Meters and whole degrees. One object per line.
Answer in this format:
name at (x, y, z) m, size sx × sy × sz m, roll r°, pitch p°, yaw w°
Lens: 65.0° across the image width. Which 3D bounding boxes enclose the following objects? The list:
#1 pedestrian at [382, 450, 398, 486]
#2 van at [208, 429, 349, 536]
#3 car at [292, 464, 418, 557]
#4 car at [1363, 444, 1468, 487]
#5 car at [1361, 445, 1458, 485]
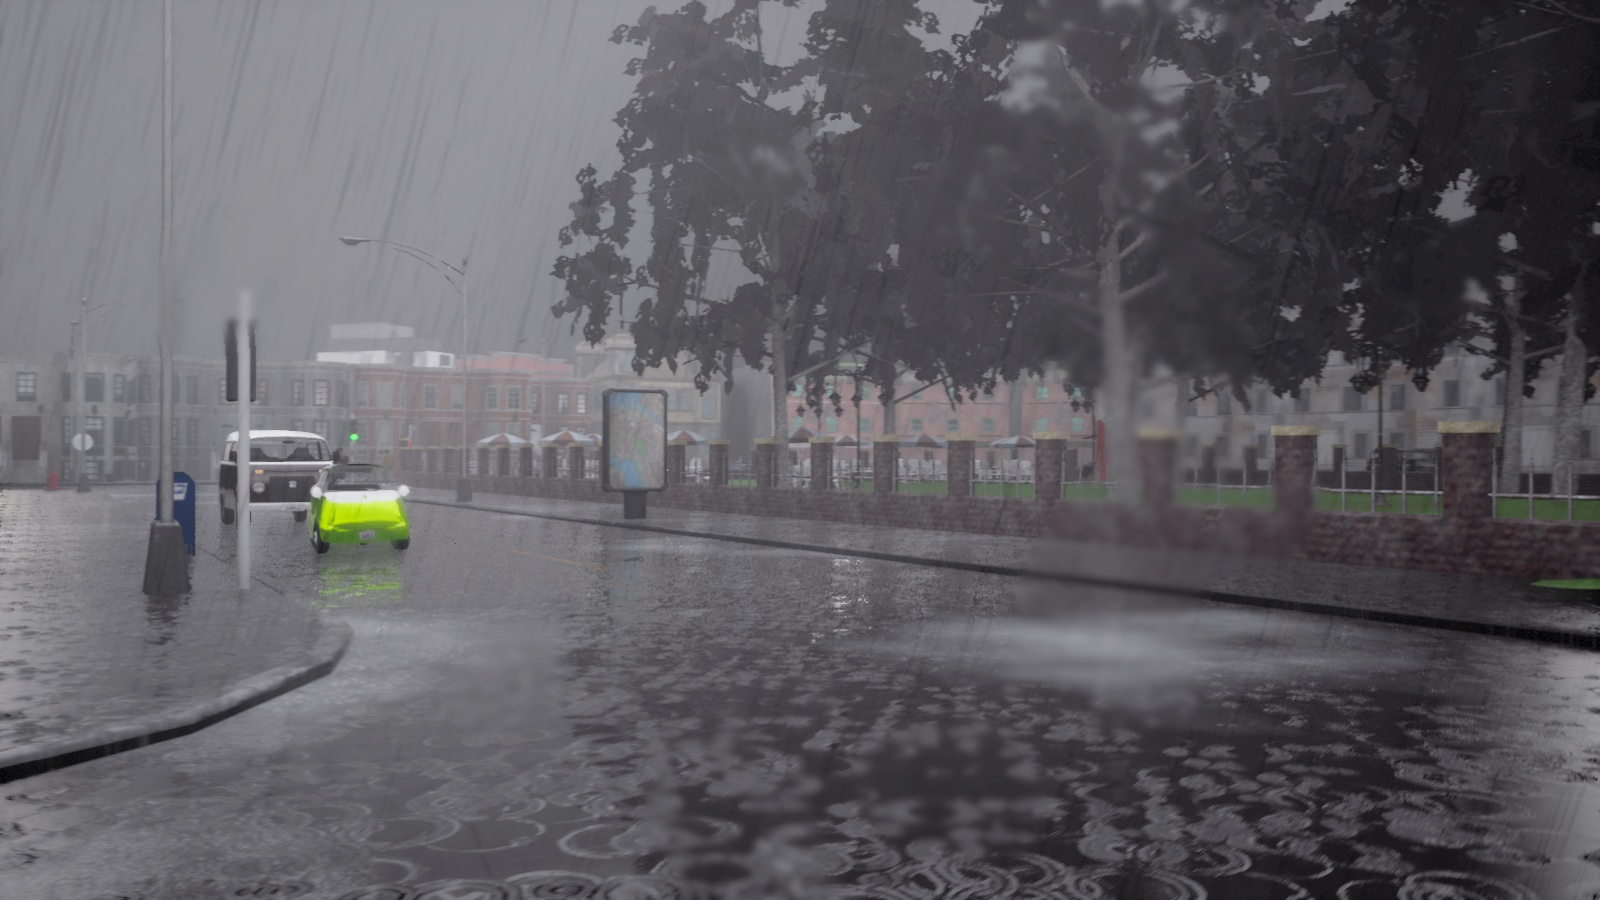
pedestrian at (-21.145, 0.921, 64.717) m, size 0.709 × 1.840 × 0.431 m, roll 0°, pitch 0°, yaw 34°
van at (-11.101, 0.634, 26.549) m, size 2.069 × 2.038 × 4.480 m, roll 0°, pitch 0°, yaw -31°
car at (-7.129, 0.920, 20.037) m, size 1.481 × 1.376 × 2.207 m, roll 0°, pitch -1°, yaw -31°
car at (27.956, 0.703, 57.129) m, size 1.905 × 1.878 × 3.866 m, roll 0°, pitch 0°, yaw -31°
car at (29.872, 0.717, 61.664) m, size 1.905 × 1.878 × 3.866 m, roll 0°, pitch 0°, yaw -31°
